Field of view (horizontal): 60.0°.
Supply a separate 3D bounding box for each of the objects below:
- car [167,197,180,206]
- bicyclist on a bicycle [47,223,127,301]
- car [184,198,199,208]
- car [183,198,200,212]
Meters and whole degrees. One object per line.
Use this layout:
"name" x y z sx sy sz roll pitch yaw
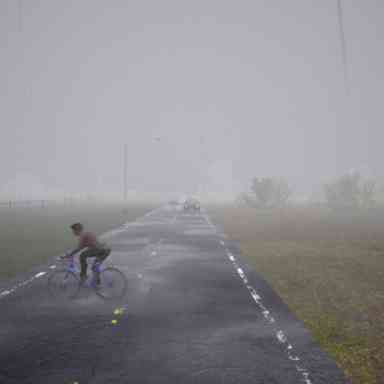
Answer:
"car" -3.041 1.519 55.094 1.882 1.535 5.008 0 0 0
"bicyclist on a bicycle" -2.174 1.455 6.842 1.656 1.620 0.582 -2 0 0
"car" -0.078 1.571 48.750 2.033 1.411 5.357 0 0 0
"car" -0.034 1.609 38.808 1.895 1.301 4.718 0 0 0
